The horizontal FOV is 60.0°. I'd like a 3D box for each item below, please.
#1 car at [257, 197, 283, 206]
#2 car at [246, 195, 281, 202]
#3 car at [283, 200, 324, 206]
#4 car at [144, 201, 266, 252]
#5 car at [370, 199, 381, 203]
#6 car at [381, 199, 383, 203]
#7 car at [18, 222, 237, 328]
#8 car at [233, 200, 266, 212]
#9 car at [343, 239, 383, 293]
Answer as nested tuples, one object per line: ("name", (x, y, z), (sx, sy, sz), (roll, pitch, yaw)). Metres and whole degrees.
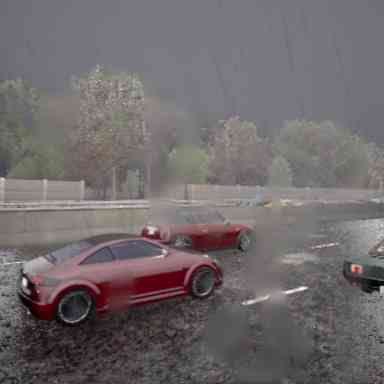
("car", (9.897, 1.670, 36.841), (5.008, 1.535, 1.882), (1, 0, -35))
("car", (8.706, 1.423, 40.286), (5.566, 2.045, 2.150), (1, 0, -35))
("car", (12.143, 1.742, 34.149), (5.357, 1.411, 2.033), (1, 0, -35))
("car", (0.356, 1.399, 12.601), (4.553, 1.767, 2.097), (0, 0, -36))
("car", (36.053, 2.005, 63.993), (4.674, 1.442, 1.812), (1, 0, -36))
("car", (37.242, 1.708, 60.541), (5.566, 2.045, 2.150), (1, 0, -36))
("car", (-1.337, 1.582, 7.090), (4.181, 1.385, 1.994), (0, 0, -36))
("car", (7.582, 1.772, 43.777), (4.181, 1.385, 1.994), (1, 0, -35))
("car", (5.635, 1.657, 7.768), (4.718, 1.301, 1.895), (0, 0, -36))
